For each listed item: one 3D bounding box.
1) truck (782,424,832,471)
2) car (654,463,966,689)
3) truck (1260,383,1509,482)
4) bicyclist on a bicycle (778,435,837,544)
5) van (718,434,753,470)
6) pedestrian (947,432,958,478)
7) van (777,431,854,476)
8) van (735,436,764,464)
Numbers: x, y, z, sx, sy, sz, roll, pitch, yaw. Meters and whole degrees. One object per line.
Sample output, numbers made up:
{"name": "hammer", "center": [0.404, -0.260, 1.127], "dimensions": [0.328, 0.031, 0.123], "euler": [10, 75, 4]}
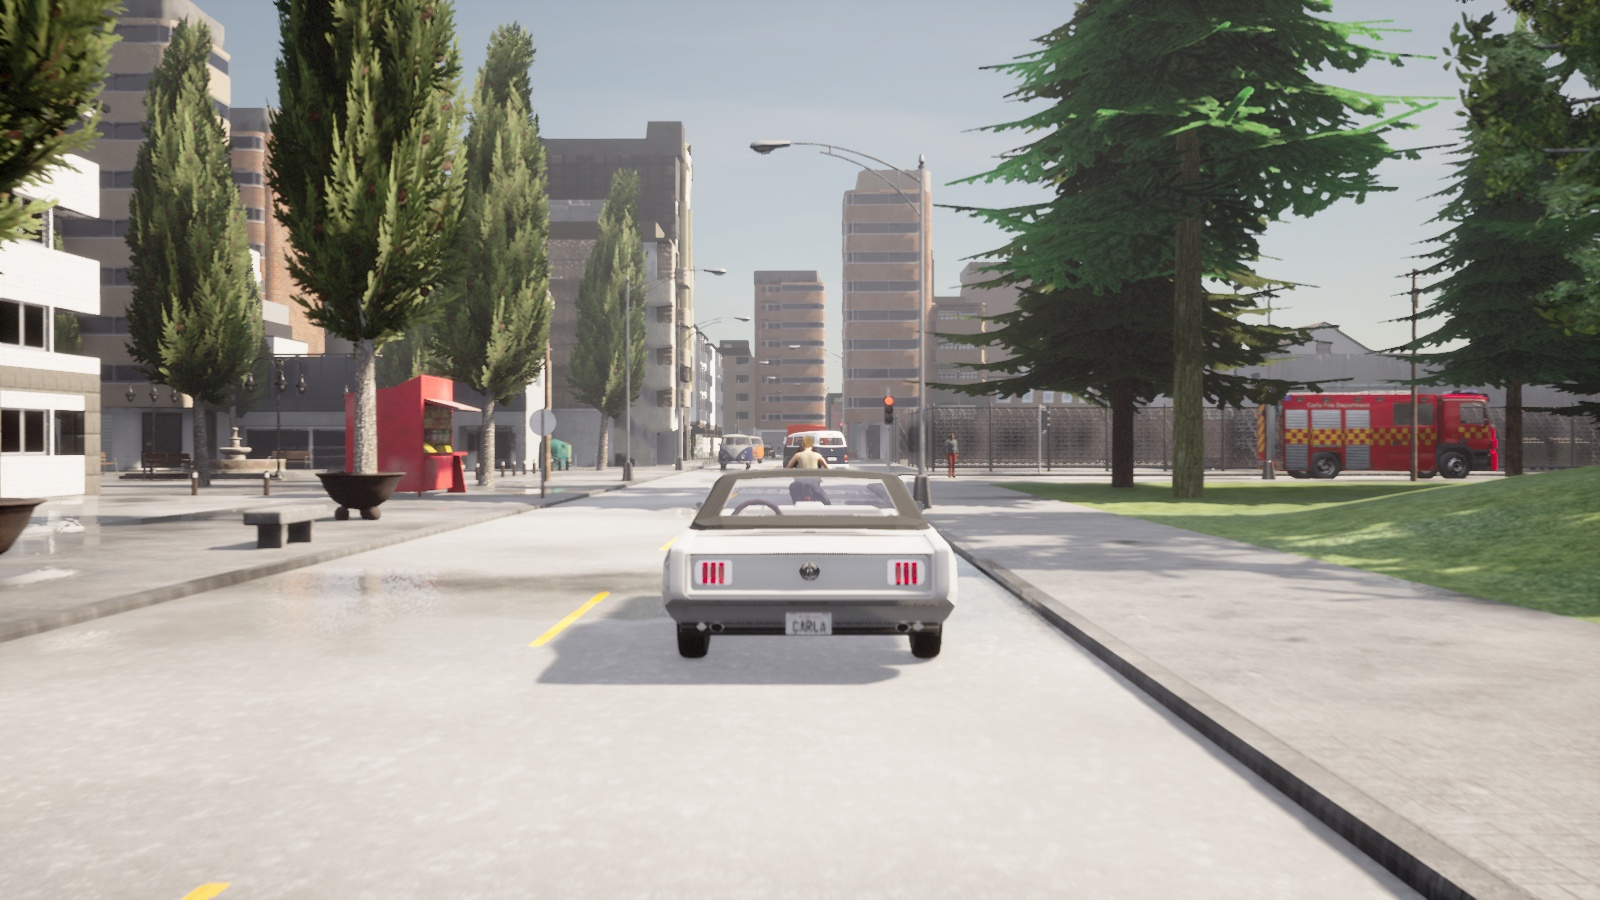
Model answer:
{"name": "truck", "center": [0.345, -0.128, 68.718], "dimensions": [2.627, 2.467, 5.204], "euler": [0, 0, -1]}
{"name": "car", "center": [0.072, 0.791, 9.990], "dimensions": [1.895, 1.301, 4.718], "euler": [0, 0, 0]}
{"name": "truck", "center": [22.972, -0.680, 49.658], "dimensions": [8.468, 3.827, 2.891], "euler": [0, 0, 0]}
{"name": "bicyclist on a bicycle", "center": [0.119, 0.574, 19.262], "dimensions": [0.866, 1.612, 1.509], "euler": [0, 0, 1]}
{"name": "van", "center": [-3.656, 0.091, 71.765], "dimensions": [1.775, 1.987, 4.442], "euler": [0, 0, 0]}
{"name": "pedestrian", "center": [6.193, 0.215, 51.016], "dimensions": [0.353, 1.847, 0.614], "euler": [0, 0, 1]}
{"name": "van", "center": [0.688, 0.140, 58.496], "dimensions": [2.069, 2.038, 4.480], "euler": [0, 0, -21]}
{"name": "van", "center": [-3.582, -0.008, 89.473], "dimensions": [1.775, 1.987, 4.442], "euler": [0, 0, 1]}
